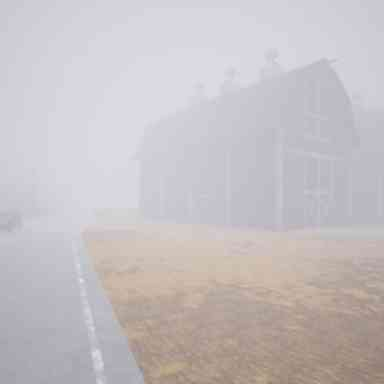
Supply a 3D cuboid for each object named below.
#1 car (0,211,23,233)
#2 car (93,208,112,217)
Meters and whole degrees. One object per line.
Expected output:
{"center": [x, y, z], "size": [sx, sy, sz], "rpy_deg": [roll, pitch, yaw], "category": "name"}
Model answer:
{"center": [-14.049, 2.159, 24.807], "size": [2.128, 1.511, 4.902], "rpy_deg": [1, -2, -15], "category": "car"}
{"center": [-13.779, 3.165, 51.441], "size": [1.895, 1.301, 4.718], "rpy_deg": [1, -2, 0], "category": "car"}
